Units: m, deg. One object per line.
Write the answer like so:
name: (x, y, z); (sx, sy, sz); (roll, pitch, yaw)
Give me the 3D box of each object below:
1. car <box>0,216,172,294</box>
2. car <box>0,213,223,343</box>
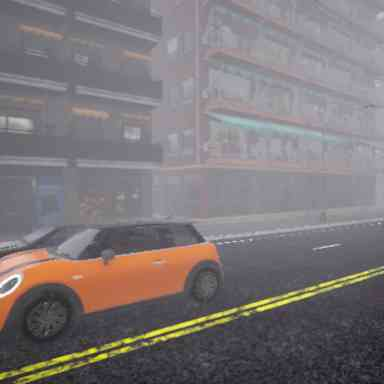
car: (-3.368, 1.551, 9.288); (5.357, 1.411, 2.033); (0, 0, -36)
car: (-1.606, 1.353, 6.569); (4.553, 1.767, 2.097); (0, 0, -36)
